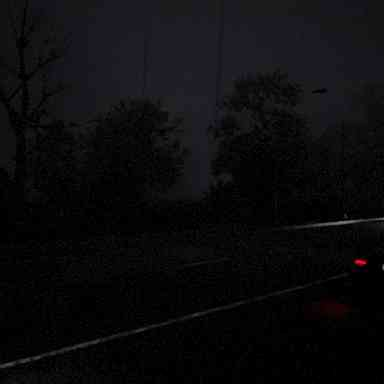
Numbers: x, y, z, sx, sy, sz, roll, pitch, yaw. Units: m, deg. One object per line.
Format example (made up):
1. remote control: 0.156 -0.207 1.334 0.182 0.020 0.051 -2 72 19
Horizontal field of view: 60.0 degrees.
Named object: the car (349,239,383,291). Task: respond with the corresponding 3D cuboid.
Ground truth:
1. car: 5.917 1.544 7.969 5.357 1.411 2.033 0 0 -35
